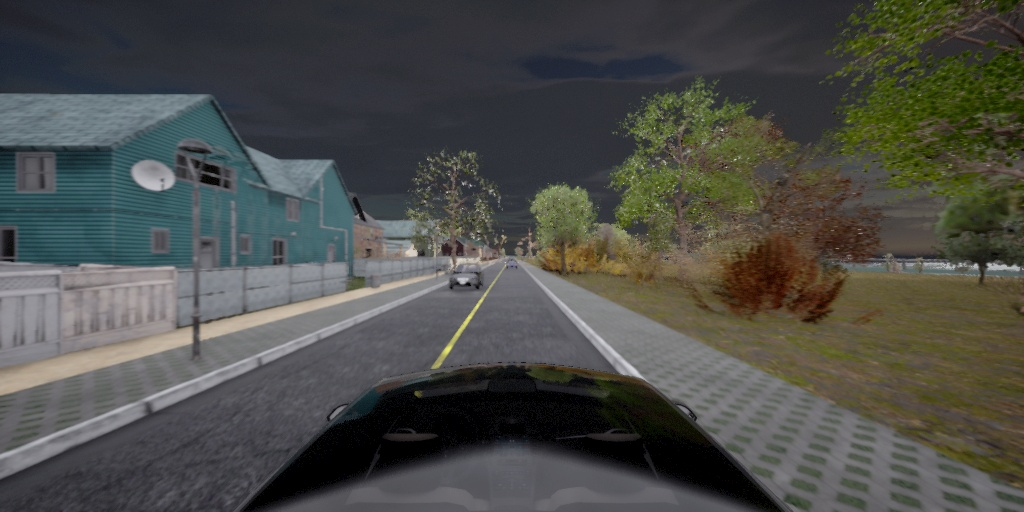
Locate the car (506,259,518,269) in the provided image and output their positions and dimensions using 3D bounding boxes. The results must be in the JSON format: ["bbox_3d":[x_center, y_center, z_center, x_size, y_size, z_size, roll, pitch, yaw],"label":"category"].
[{"bbox_3d":[-0.008,1.305,55.622,2.033,1.411,5.357,0,0,0],"label":"car"}]

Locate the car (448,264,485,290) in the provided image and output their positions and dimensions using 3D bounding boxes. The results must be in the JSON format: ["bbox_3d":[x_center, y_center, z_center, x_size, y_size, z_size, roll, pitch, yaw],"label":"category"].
[{"bbox_3d":[-2.760,1.245,22.652,2.128,1.511,4.902,0,0,0],"label":"car"}]
